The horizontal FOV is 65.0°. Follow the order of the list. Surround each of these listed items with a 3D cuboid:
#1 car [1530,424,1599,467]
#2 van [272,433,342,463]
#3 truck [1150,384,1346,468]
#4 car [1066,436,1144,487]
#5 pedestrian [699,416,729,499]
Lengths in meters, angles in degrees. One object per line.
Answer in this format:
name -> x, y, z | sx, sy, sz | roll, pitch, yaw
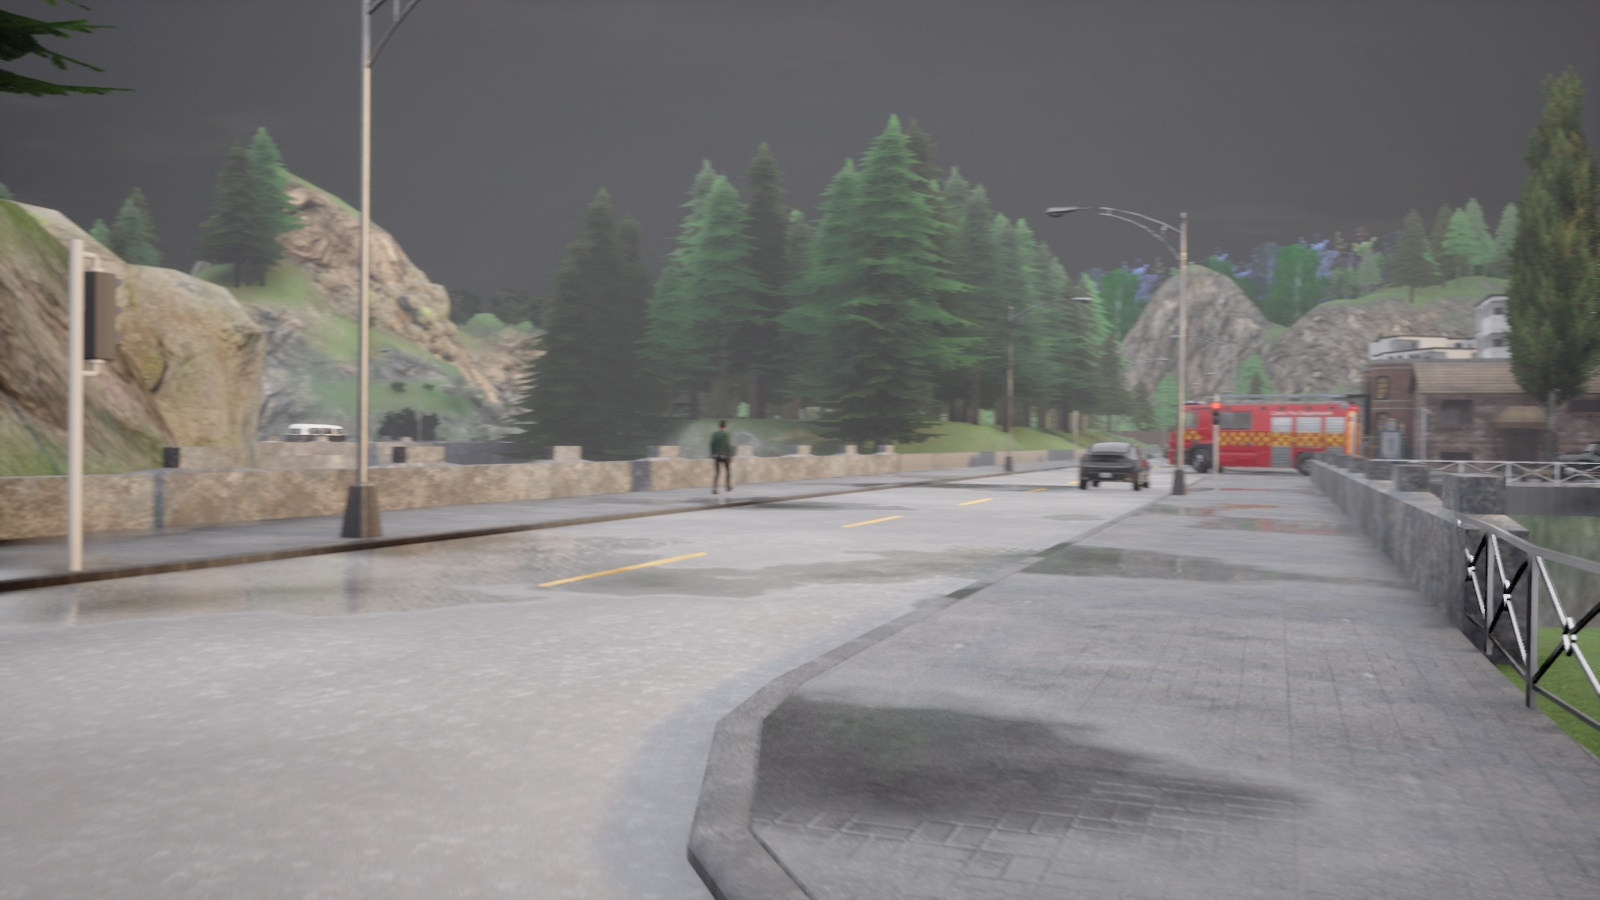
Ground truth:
car -> 34.899, -0.199, 55.916 | 3.866, 1.878, 1.905 | 0, 1, 20
van -> -34.136, -0.158, 87.061 | 2.069, 2.038, 4.480 | 0, 1, 20
truck -> 21.604, -1.130, 60.842 | 8.468, 3.827, 2.891 | 0, 1, 36
car -> 9.678, 0.311, 39.632 | 1.837, 1.490, 4.892 | 0, 1, 20
pedestrian -> -2.058, 0.173, 30.229 | 0.423, 1.949, 0.788 | 0, 1, 21
